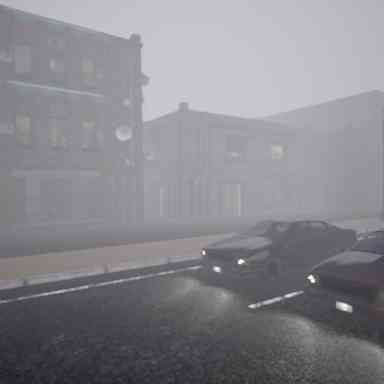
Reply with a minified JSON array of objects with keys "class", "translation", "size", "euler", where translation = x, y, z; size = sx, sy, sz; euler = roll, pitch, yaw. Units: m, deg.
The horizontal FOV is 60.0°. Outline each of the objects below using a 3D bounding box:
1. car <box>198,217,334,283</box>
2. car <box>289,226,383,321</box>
[{"class":"car","translation":[2.774,1.470,9.653],"size":[5.357,1.411,2.033],"euler":[-1,0,-35]},{"class":"car","translation":[4.659,1.470,7.006],"size":[5.357,1.411,2.033],"euler":[-1,0,-35]}]
